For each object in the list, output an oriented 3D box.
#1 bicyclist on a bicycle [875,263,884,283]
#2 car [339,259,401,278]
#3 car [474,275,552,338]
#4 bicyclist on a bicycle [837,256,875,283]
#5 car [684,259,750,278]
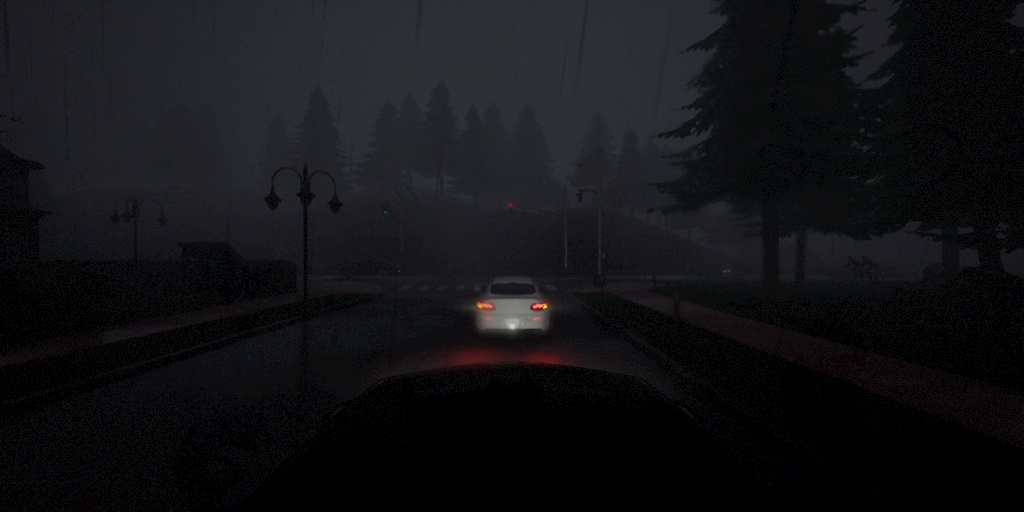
[{"bbox_3d":[21.777,0.831,21.985,0.582,1.620,1.656,0,0,-14],"label":"bicyclist on a bicycle"},{"bbox_3d":[-11.819,1.005,29.877,4.892,1.490,1.837,0,-1,-1],"label":"car"},{"bbox_3d":[0.021,1.250,9.963,1.812,1.442,4.674,0,0,0],"label":"car"},{"bbox_3d":[21.130,0.829,22.245,0.582,1.620,1.656,0,0,-16],"label":"bicyclist on a bicycle"},{"bbox_3d":[17.042,0.994,29.911,4.902,1.511,2.128,0,0,0],"label":"car"}]
